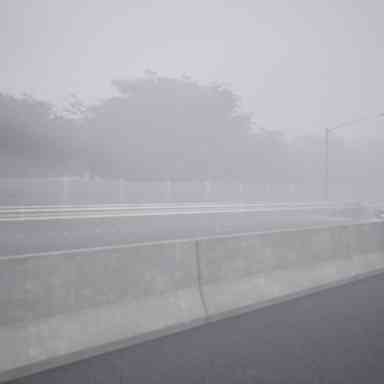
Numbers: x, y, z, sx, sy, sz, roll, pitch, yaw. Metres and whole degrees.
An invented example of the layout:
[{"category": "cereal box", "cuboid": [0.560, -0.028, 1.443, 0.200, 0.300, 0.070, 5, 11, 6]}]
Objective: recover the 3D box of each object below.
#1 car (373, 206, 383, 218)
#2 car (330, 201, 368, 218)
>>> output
[{"category": "car", "cuboid": [19.062, 1.729, 31.090, 5.357, 1.411, 2.033, 1, 0, -37]}, {"category": "car", "cuboid": [15.526, 1.676, 32.813, 4.892, 1.490, 1.837, 1, 0, -37]}]
